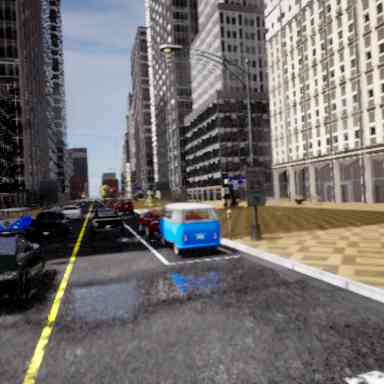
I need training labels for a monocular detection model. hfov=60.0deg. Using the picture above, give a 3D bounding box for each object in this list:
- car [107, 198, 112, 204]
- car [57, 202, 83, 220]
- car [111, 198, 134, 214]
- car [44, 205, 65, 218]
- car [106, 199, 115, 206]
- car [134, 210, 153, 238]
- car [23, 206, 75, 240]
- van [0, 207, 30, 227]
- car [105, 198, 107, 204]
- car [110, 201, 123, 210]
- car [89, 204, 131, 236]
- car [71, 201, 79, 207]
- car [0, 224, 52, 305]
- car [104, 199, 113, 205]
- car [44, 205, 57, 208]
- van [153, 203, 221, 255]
[{"bbox_3d":[-11.169,1.858,50.451,2.192,1.841,5.009,-3,0,-16],"label":"car"},{"bbox_3d":[-12.576,2.151,34.728,1.812,1.442,4.674,-3,0,-16],"label":"car"},{"bbox_3d":[-8.075,1.706,39.813,2.192,1.841,5.009,-3,0,-16],"label":"car"},{"bbox_3d":[-17.646,2.432,42.788,2.008,1.369,4.403,-3,0,-16],"label":"car"},{"bbox_3d":[-18.938,2.449,77.206,1.752,1.417,4.829,-3,0,-16],"label":"car"},{"bbox_3d":[-1.857,1.629,18.548,1.887,1.381,4.507,-3,0,-16],"label":"car"},{"bbox_3d":[-8.184,1.886,19.488,1.882,1.535,5.008,-3,0,-16],"label":"car"},{"bbox_3d":[-11.470,1.918,21.515,1.690,1.788,3.998,-3,0,-16],"label":"van"},{"bbox_3d":[-14.261,2.009,61.088,2.192,1.841,5.009,-3,0,-16],"label":"car"},{"bbox_3d":[-12.703,2.184,55.769,1.947,1.339,4.313,-3,0,-16],"label":"car"},{"bbox_3d":[-5.335,1.760,20.751,2.128,1.511,4.902,-3,0,-16],"label":"car"},{"bbox_3d":[-30.017,3.068,85.337,1.802,1.307,4.206,-3,0,-16],"label":"car"},{"bbox_3d":[-4.932,1.811,8.316,1.994,1.385,4.181,-3,0,-16],"label":"car"},{"bbox_3d":[-21.982,2.638,87.680,1.947,1.339,4.313,-3,0,-16],"label":"car"},{"bbox_3d":[-16.099,2.371,37.470,1.947,1.339,4.313,-3,0,-16],"label":"car"},{"bbox_3d":[-0.234,1.344,13.257,1.690,1.788,3.998,-3,0,-16],"label":"van"}]
